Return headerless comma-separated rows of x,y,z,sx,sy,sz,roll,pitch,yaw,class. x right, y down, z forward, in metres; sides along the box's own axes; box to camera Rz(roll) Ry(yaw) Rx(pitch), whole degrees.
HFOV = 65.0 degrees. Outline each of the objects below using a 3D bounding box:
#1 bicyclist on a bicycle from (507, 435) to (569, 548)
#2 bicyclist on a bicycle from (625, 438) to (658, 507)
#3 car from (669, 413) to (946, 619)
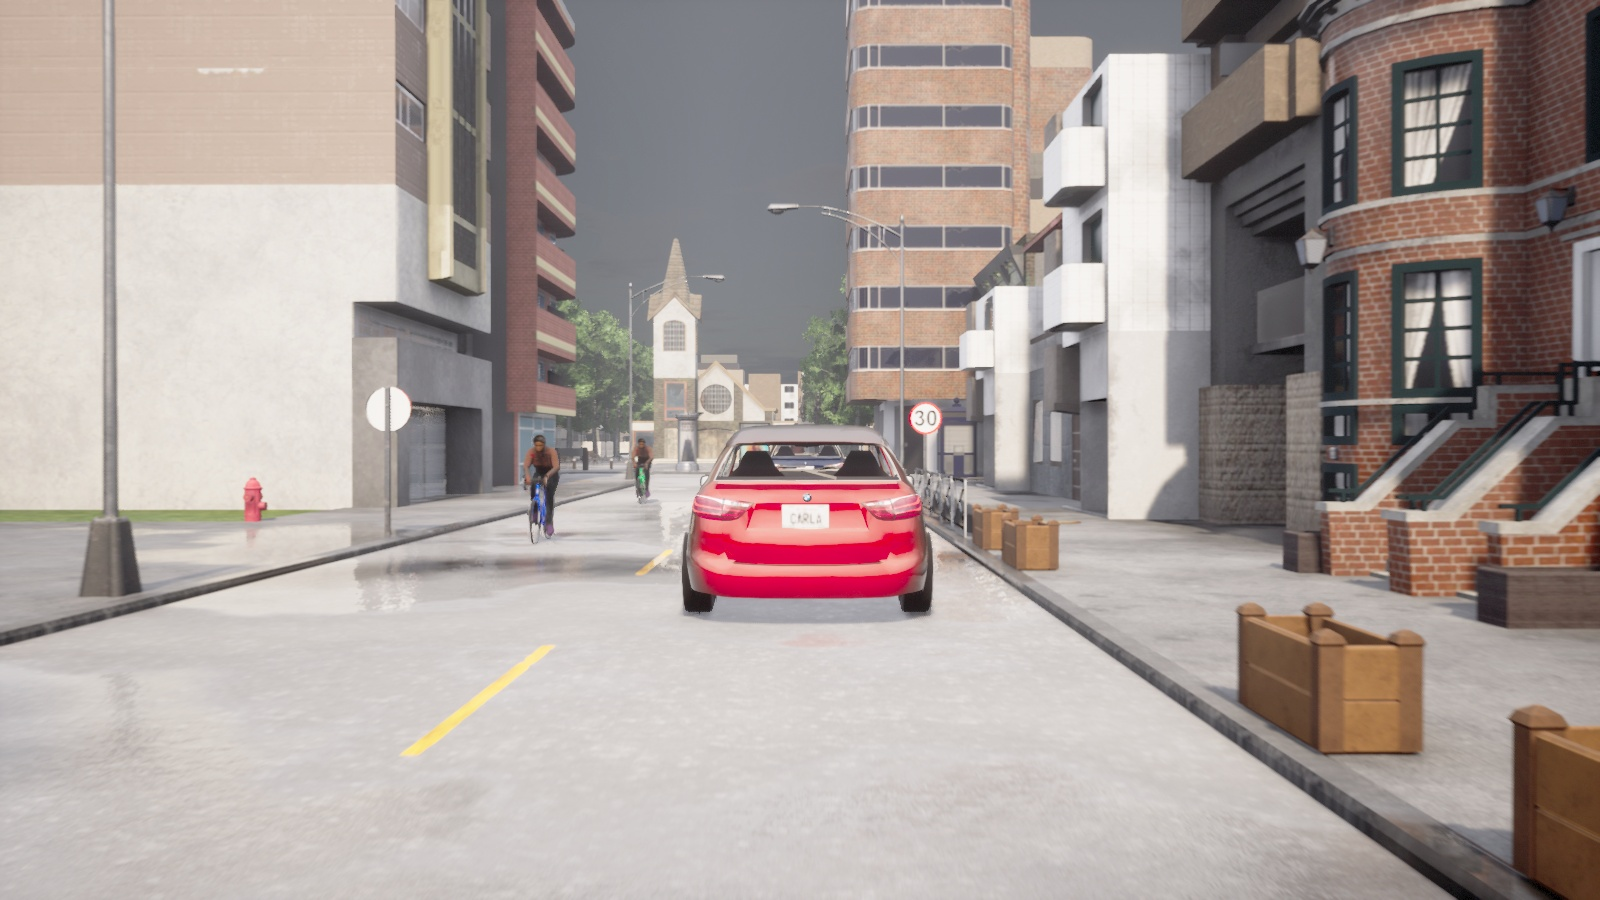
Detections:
-3.904,0.590,18.819,0.582,1.620,1.656,0,1,0,bicyclist on a bicycle
-3.858,0.524,30.589,0.582,1.620,1.656,0,1,0,bicyclist on a bicycle
0.070,0.520,12.482,2.242,1.667,4.611,0,0,0,car
